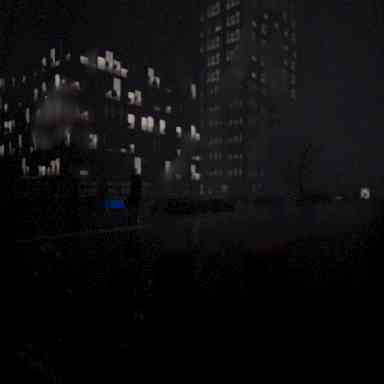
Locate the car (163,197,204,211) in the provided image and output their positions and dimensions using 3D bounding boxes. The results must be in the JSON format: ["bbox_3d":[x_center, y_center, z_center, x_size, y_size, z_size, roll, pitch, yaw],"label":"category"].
[{"bbox_3d":[-0.828,1.303,36.961,1.895,1.301,4.718,0,1,41],"label":"car"}]

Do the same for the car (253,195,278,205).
[{"bbox_3d":[11.316,1.162,51.023,1.994,1.385,4.181,0,1,41],"label":"car"}]

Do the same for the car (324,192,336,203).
[{"bbox_3d":[20.742,0.832,53.280,2.192,1.841,5.009,1,1,41],"label":"car"}]

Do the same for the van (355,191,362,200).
[{"bbox_3d":[35.526,0.677,70.579,1.690,1.788,3.998,1,1,41],"label":"van"}]

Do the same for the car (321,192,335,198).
[{"bbox_3d":[32.862,0.818,80.368,1.947,1.339,4.313,1,1,41],"label":"car"}]

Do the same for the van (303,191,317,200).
[{"bbox_3d":[25.471,0.684,71.714,1.690,1.788,3.998,1,1,41],"label":"van"}]

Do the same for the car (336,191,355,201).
[{"bbox_3d":[28.243,0.950,62.062,1.752,1.417,4.829,1,1,41],"label":"car"}]

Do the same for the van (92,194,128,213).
[{"bbox_3d":[-7.882,1.093,32.871,1.690,1.788,3.998,1,1,41],"label":"van"}]

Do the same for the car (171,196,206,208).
[{"bbox_3d":[-0.407,1.205,41.451,1.887,1.381,4.507,1,1,41],"label":"car"}]

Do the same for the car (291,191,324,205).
[{"bbox_3d":[17.047,0.878,48.955,2.192,1.841,5.009,1,1,41],"label":"car"}]

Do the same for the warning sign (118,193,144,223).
[{"bbox_3d":[-3.840,0.969,20.879,1.300,1.860,1.060,0,0,41],"label":"warning sign"}]

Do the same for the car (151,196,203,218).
[{"bbox_3d":[-1.339,1.231,27.256,1.967,1.590,4.097,1,1,41],"label":"car"}]

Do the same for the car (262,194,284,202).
[{"bbox_3d":[14.383,1.045,58.743,1.947,1.339,4.313,1,1,41],"label":"car"}]

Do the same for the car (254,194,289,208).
[{"bbox_3d":[9.654,1.236,40.310,1.802,1.307,4.206,1,1,41],"label":"car"}]

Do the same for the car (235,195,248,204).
[{"bbox_3d":[6.990,1.135,50.093,1.947,1.339,4.313,1,1,41],"label":"car"}]

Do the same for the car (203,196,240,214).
[{"bbox_3d":[2.313,1.311,31.618,1.947,1.339,4.313,1,1,41],"label":"car"}]

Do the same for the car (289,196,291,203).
[{"bbox_3d":[16.864,1.128,52.898,1.895,1.301,4.718,0,1,41],"label":"car"}]

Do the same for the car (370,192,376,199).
[{"bbox_3d":[39.220,0.842,74.907,2.008,1.369,4.403,1,1,41],"label":"car"}]
